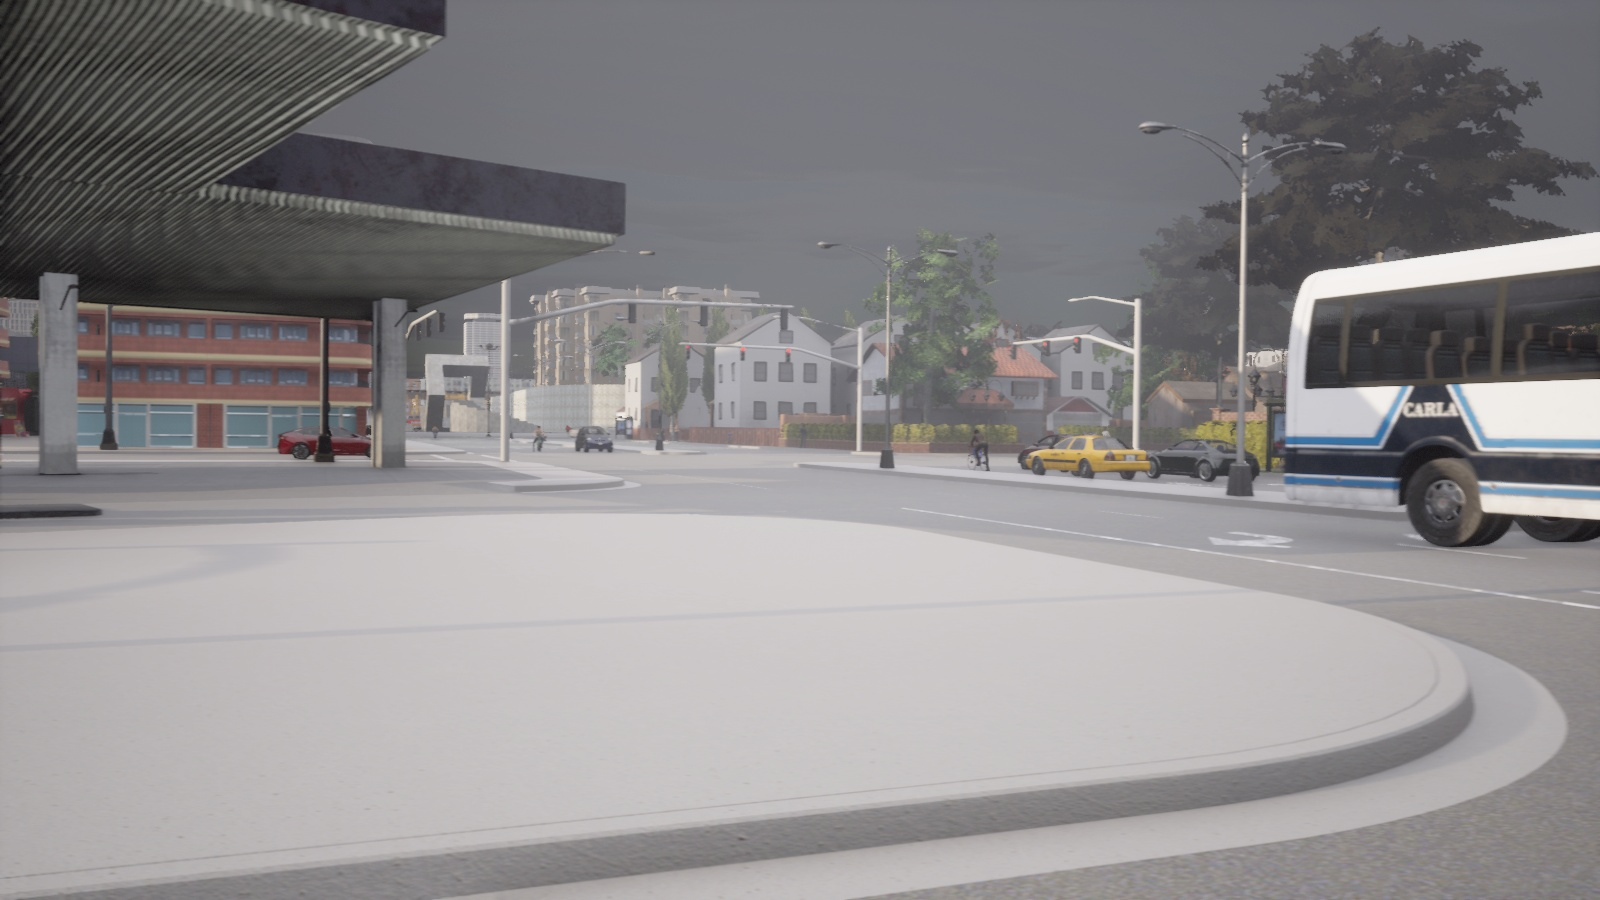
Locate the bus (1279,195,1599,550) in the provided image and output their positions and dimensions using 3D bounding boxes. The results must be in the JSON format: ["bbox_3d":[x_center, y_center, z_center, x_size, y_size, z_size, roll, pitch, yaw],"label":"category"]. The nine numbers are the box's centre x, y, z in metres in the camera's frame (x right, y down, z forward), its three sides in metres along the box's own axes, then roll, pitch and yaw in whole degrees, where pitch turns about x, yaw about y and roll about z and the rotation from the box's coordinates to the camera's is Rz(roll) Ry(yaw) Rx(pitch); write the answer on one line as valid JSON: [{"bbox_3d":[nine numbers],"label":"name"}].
[{"bbox_3d":[11.430,-0.958,15.729,3.944,4.253,10.273,-1,1,-25],"label":"bus"}]

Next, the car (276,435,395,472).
[{"bbox_3d":[-20.353,0.122,55.025,4.792,1.488,2.163,-1,1,-22],"label":"car"}]

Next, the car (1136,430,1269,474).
[{"bbox_3d":[13.405,0.032,42.100,1.994,1.385,4.181,-1,1,-22],"label":"car"}]

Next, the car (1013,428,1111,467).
[{"bbox_3d":[10.373,-0.114,49.949,1.816,1.474,4.193,-1,1,-21],"label":"car"}]

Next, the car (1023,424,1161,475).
[{"bbox_3d":[9.661,-0.052,42.057,1.801,1.575,5.366,-1,1,-21],"label":"car"}]

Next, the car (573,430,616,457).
[{"bbox_3d":[-12.809,-0.438,78.147,1.851,1.617,3.988,-1,1,-21],"label":"car"}]
